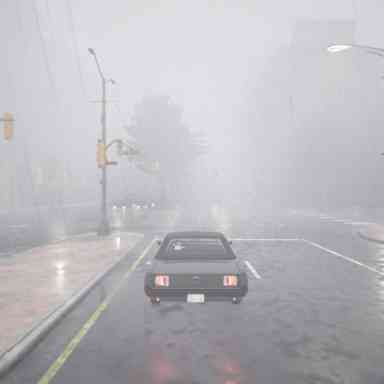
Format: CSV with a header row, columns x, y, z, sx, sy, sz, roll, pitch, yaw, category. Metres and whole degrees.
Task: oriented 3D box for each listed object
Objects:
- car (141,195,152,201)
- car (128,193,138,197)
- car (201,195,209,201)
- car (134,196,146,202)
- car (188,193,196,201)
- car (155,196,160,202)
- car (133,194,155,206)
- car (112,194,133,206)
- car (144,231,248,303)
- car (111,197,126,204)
x,y,z,sx,sy,sz,roll,pitch,yaw,category
-11.504,1.525,84.606,2.128,1.511,4.902,0,0,0,car
-11.541,1.221,64.489,2.150,2.045,5.566,0,0,1,car
3.495,1.595,86.948,1.895,1.301,4.718,0,0,0,car
-11.504,1.552,74.373,1.994,1.385,4.181,0,0,0,car
-0.005,1.540,85.770,2.033,1.411,5.357,0,0,0,car
-8.033,1.564,65.712,1.994,1.385,4.181,0,0,1,car
-8.091,1.547,56.476,2.033,1.411,5.357,0,0,0,car
-11.591,1.525,55.076,1.812,1.442,4.674,0,0,0,car
0.074,1.601,8.130,1.895,1.301,4.718,0,0,0,car
-14.753,1.595,66.783,1.895,1.301,4.718,0,0,0,car
